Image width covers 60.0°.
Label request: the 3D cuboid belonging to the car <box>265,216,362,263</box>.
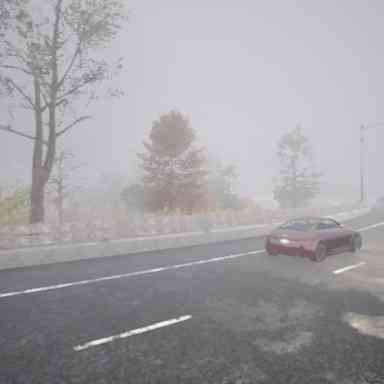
[{"bbox_3d":[4.553,1.591,12.278,4.181,1.385,1.994,0,0,-41],"label":"car"}]

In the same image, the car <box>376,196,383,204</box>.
[{"bbox_3d":[36.227,1.399,62.523,1.882,1.535,5.008,0,0,14],"label":"car"}]
